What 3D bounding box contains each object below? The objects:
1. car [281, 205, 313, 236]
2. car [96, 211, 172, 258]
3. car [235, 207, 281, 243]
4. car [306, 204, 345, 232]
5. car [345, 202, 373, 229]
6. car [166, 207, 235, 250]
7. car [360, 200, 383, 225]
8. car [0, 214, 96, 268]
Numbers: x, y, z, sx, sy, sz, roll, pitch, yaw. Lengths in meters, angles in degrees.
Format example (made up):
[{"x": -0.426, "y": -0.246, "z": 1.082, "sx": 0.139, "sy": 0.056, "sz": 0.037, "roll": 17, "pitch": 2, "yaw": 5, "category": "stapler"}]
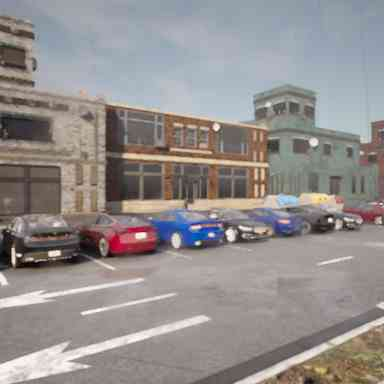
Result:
[{"x": 3.742, "y": 1.544, "z": 17.897, "sx": 2.002, "sy": 1.452, "sz": 4.674, "roll": 0, "pitch": 0, "yaw": -35, "category": "car"}, {"x": -3.067, "y": 1.518, "z": 13.085, "sx": 2.163, "sy": 1.488, "sz": 4.792, "roll": 0, "pitch": 0, "yaw": -35, "category": "car"}, {"x": 1.576, "y": 1.499, "z": 16.364, "sx": 2.231, "sy": 1.521, "sz": 4.892, "roll": 0, "pitch": 0, "yaw": -35, "category": "car"}, {"x": 5.987, "y": 1.540, "z": 19.536, "sx": 2.163, "sy": 1.488, "sz": 4.792, "roll": 0, "pitch": 0, "yaw": -35, "category": "car"}, {"x": 8.264, "y": 1.519, "z": 21.131, "sx": 2.231, "sy": 1.521, "sz": 4.892, "roll": 0, "pitch": 0, "yaw": -35, "category": "car"}, {"x": -0.681, "y": 1.493, "z": 14.742, "sx": 2.097, "sy": 1.535, "sz": 5.008, "roll": 0, "pitch": 0, "yaw": -35, "category": "car"}, {"x": 12.794, "y": 1.576, "z": 24.347, "sx": 2.002, "sy": 1.452, "sz": 4.674, "roll": 0, "pitch": 0, "yaw": -35, "category": "car"}, {"x": -5.309, "y": 1.487, "z": 11.444, "sx": 2.231, "sy": 1.521, "sz": 4.892, "roll": 0, "pitch": 0, "yaw": -35, "category": "car"}]
